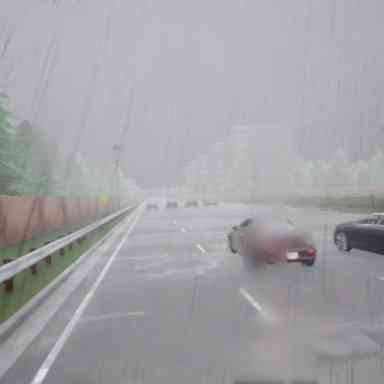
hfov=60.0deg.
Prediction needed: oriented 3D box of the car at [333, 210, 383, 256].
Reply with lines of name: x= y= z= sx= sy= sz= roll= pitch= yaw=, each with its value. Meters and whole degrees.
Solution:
car: x=6.195 y=1.277 z=10.090 sx=2.128 sy=1.511 sz=4.902 roll=-3 pitch=0 yaw=-7

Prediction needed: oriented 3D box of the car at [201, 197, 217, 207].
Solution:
car: x=3.287 y=1.909 z=60.823 sx=1.994 sy=1.385 sz=4.181 roll=-3 pitch=0 yaw=-7

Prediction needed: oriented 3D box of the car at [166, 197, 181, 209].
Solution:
car: x=-3.663 y=2.153 z=60.022 sx=1.882 sy=1.535 sz=5.008 roll=-3 pitch=0 yaw=-7

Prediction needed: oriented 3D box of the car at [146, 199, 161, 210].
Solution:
car: x=-6.944 y=2.344 z=58.163 sx=1.812 sy=1.442 sz=4.674 roll=-3 pitch=0 yaw=-7

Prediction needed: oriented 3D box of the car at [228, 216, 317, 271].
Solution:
car: x=2.407 y=1.500 z=10.887 sx=1.812 sy=1.442 sz=4.674 roll=-3 pitch=0 yaw=-5

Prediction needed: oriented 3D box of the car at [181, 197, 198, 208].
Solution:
car: x=-0.196 y=1.862 z=60.422 sx=2.097 sy=1.767 sz=4.553 roll=-3 pitch=0 yaw=-7

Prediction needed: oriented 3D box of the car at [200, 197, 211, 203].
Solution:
car: x=3.490 y=2.047 z=86.292 sx=1.837 sy=1.490 sz=4.892 roll=-3 pitch=0 yaw=-7
